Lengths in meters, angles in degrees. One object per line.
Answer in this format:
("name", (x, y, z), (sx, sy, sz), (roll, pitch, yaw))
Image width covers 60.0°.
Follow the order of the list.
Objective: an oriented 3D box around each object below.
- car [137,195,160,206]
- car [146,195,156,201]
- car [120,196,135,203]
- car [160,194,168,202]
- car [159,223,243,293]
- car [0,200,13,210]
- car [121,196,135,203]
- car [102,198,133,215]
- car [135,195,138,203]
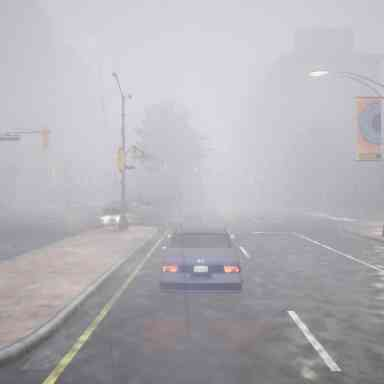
("car", (-7.078, 1.547, 54.446), (2.033, 1.411, 5.357), (0, 0, 1))
("car", (-9.981, 1.500, 81.367), (1.837, 1.490, 4.892), (0, 0, 1))
("car", (-10.791, 1.526, 52.517), (1.812, 1.442, 4.674), (0, 0, 3))
("car", (-6.704, 1.355, 69.473), (2.097, 1.767, 4.553), (0, 0, 1))
("car", (0.232, 1.547, 8.987), (2.033, 1.411, 5.357), (0, 0, 1))
("car", (-24.353, 1.601, 40.098), (4.718, 1.301, 1.895), (0, 0, -1))
("car", (-13.447, 1.595, 69.884), (1.895, 1.301, 4.718), (0, 0, 1))
("car", (-7.490, 1.564, 33.098), (1.994, 1.385, 4.181), (0, 0, 1))
("car", (-10.280, 1.352, 66.466), (2.097, 1.767, 4.553), (0, 0, 1))
